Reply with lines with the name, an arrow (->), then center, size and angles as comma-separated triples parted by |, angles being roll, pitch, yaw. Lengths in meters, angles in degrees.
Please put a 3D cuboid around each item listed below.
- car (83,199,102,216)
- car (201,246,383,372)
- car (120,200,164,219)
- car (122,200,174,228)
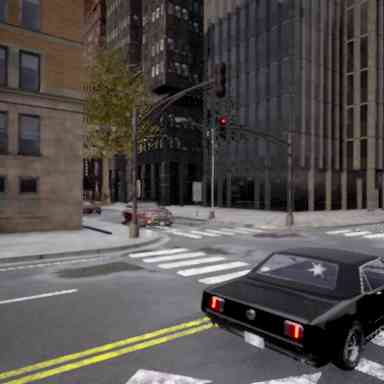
car -> -10.613, 1.507, 33.275 | 1.882, 1.535, 5.008 | 0, 0, -36
car -> 2.461, 1.626, 5.766 | 4.718, 1.301, 1.895 | 0, 0, -42
car -> -4.683, 1.525, 30.547 | 1.882, 1.535, 5.008 | 0, 0, -36
car -> -3.089, 1.392, 22.732 | 2.097, 1.767, 4.553 | 0, 0, -34
